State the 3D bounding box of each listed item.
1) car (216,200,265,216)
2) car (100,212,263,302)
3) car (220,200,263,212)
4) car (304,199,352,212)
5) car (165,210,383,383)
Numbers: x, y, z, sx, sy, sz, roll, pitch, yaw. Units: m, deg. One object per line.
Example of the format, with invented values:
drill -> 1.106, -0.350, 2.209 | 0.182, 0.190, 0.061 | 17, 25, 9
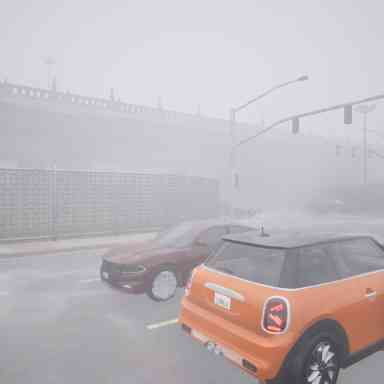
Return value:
car -> 4.996, 1.603, 35.174 | 2.033, 1.411, 5.357 | 0, 0, -35
car -> 0.220, 1.477, 8.453 | 5.008, 1.535, 1.882 | 0, 0, -35
car -> 3.869, 1.560, 30.729 | 1.837, 1.490, 4.892 | 0, 0, -36
car -> 14.100, 1.534, 34.816 | 1.882, 1.535, 5.008 | 0, 0, -36
car -> 2.115, 1.352, 5.295 | 4.553, 1.767, 2.097 | 0, 0, -35
